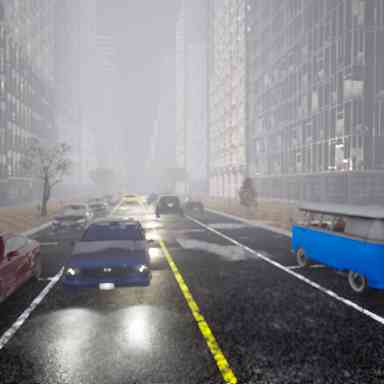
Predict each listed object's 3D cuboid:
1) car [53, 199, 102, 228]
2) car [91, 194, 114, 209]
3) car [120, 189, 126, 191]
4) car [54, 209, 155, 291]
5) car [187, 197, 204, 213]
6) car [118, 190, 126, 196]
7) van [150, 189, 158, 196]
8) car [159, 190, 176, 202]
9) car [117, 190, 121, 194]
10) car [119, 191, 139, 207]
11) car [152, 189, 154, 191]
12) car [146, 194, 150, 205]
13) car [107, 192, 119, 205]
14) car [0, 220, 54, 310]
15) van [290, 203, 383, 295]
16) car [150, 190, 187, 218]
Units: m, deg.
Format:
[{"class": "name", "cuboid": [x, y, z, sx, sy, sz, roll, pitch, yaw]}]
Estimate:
[{"class": "car", "cuboid": [-6.292, 1.325, 17.957, 2.008, 1.369, 4.403, -1, 1, -10]}, {"class": "car", "cuboid": [-8.262, 1.179, 29.151, 2.008, 1.369, 4.403, -1, 1, -10]}, {"class": "car", "cuboid": [-15.160, 0.682, 68.331, 1.947, 1.339, 4.313, -1, 1, -10]}, {"class": "car", "cuboid": [-2.099, 1.428, 9.160, 2.033, 1.411, 5.357, 0, 1, -9]}, {"class": "car", "cuboid": [-0.009, 1.136, 30.603, 2.008, 1.369, 4.403, -1, 1, -10]}, {"class": "car", "cuboid": [-19.102, 0.261, 90.718, 1.967, 1.590, 4.097, -1, 1, -10]}, {"class": "van", "cuboid": [-9.864, 0.193, 86.571, 1.690, 1.788, 3.998, -1, 1, -10]}, {"class": "car", "cuboid": [-3.953, 0.609, 52.988, 2.192, 1.841, 5.009, -1, 1, -10]}, {"class": "car", "cuboid": [-11.220, 0.850, 45.940, 1.967, 1.590, 4.097, -1, 1, -10]}, {"class": "car", "cuboid": [-7.486, 0.953, 40.295, 1.882, 1.535, 5.008, 0, 1, -10]}, {"class": "car", "cuboid": [-6.907, 0.514, 69.782, 1.967, 1.590, 4.097, -1, 1, -10]}, {"class": "car", "cuboid": [-5.042, 0.920, 44.200, 1.837, 1.490, 4.892, 0, 1, -10]}, {"class": "car", "cuboid": [-10.233, 1.064, 40.345, 1.802, 1.307, 4.206, -1, 1, -10]}, {"class": "car", "cuboid": [-4.321, 1.501, 6.763, 1.802, 1.307, 4.206, -1, 1, -10]}, {"class": "van", "cuboid": [3.930, 1.218, 8.212, 1.690, 1.788, 3.998, -1, 1, -10]}, {"class": "car", "cuboid": [-1.946, 0.997, 26.521, 2.097, 1.767, 4.553, 0, 1, -10]}]
